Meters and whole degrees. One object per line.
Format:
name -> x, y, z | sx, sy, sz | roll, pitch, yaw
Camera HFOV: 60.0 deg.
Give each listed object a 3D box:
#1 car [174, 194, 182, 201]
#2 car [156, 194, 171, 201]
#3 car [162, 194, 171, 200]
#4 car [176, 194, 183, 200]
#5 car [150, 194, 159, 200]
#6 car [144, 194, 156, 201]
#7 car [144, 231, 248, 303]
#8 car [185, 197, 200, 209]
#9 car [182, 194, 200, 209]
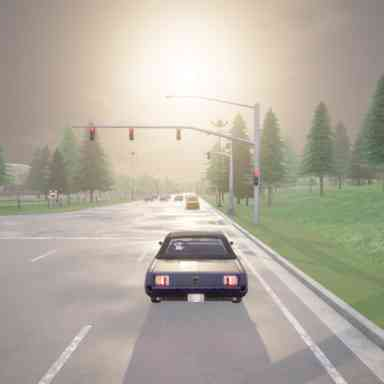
car -> -3.323, 1.544, 80.857 | 1.994, 1.385, 4.181 | 0, 0, 0
car -> -6.824, 1.531, 80.448 | 2.033, 1.411, 5.357 | 0, 0, 0
car -> -6.801, 1.372, 90.868 | 2.033, 1.411, 5.357 | 0, 0, 0
car -> -3.301, 1.356, 90.860 | 1.812, 1.442, 4.674 | 0, 0, 0
car -> -10.301, 1.332, 90.876 | 1.837, 1.490, 4.892 | 0, 0, 0
car -> -10.324, 1.531, 80.456 | 2.033, 1.411, 5.357 | 0, 0, 0
car -> 0.097, 1.601, 8.145 | 1.895, 1.301, 4.718 | 0, 0, 1
car -> 0.073, 1.576, 49.813 | 2.033, 1.411, 5.357 | -1, 1, 0
car -> -0.016, 1.080, 46.353 | 1.882, 1.535, 5.008 | -3, 17, -3
